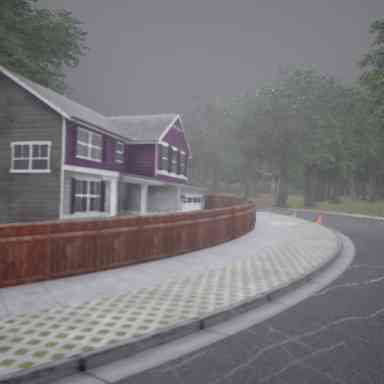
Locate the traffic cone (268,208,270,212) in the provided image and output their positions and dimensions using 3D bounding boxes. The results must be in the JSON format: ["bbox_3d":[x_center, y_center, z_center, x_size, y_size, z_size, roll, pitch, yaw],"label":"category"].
[{"bbox_3d":[7.552,1.777,32.672,0.340,0.580,0.340,2,0,-20],"label":"traffic cone"}]
